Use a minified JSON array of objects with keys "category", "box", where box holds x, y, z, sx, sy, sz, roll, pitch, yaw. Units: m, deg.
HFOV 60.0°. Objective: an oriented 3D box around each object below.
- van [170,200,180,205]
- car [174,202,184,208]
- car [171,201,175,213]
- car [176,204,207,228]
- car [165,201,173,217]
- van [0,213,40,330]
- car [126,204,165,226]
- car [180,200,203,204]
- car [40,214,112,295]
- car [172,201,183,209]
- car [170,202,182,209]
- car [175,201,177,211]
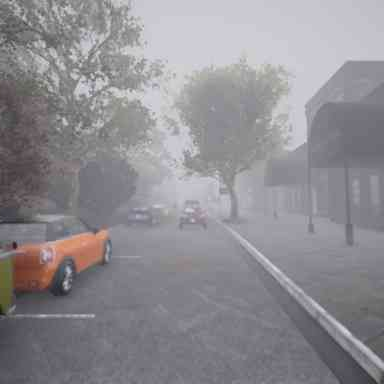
[{"category":"van","box":[-3.757,2.620,64.718,1.878,1.987,4.442,1,-1,2]},{"category":"car","box":[-3.337,3.363,87.372,2.097,1.535,5.008,0,-2,2]},{"category":"car","box":[-3.730,2.244,42.310,2.097,1.535,5.008,0,-1,2]},{"category":"car","box":[0.051,1.773,23.964,1.812,1.442,4.674,0,-2,0]},{"category":"car","box":[-3.711,2.087,36.751,2.097,1.535,5.008,1,-2,2]},{"category":"van","box":[-3.657,1.258,3.488,1.878,1.987,4.442,0,0,2]},{"category":"car","box":[-3.687,1.804,25.645,2.163,1.488,4.792,1,-2,2]},{"category":"car","box":[0.026,1.930,40.245,2.150,2.045,5.566,0,-1,0]},{"category":"car","box":[-3.673,1.364,8.911,2.185,1.767,4.553,0,0,2]},{"category":"car","box":[-3.567,3.112,81.674,2.185,1.767,4.553,-1,-1,2]},{"category":"car","box":[-3.557,3.115,75.963,2.231,1.521,4.892,0,-1,2]},{"category":"car","box":[-3.744,2.431,47.913,2.163,1.488,4.792,0,-1,2]}]
